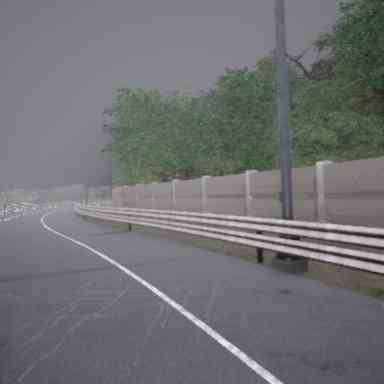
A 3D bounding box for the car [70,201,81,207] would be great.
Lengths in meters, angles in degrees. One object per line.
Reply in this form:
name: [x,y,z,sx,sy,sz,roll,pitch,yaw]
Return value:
car: [-30.085,3.143,85.952,1.812,1.442,4.674,-2,-2,-8]
